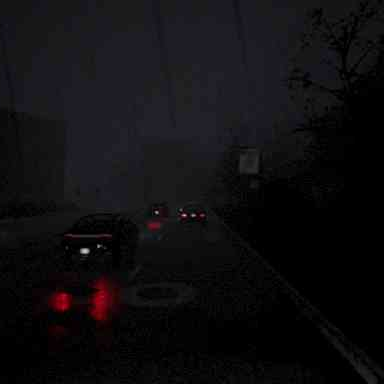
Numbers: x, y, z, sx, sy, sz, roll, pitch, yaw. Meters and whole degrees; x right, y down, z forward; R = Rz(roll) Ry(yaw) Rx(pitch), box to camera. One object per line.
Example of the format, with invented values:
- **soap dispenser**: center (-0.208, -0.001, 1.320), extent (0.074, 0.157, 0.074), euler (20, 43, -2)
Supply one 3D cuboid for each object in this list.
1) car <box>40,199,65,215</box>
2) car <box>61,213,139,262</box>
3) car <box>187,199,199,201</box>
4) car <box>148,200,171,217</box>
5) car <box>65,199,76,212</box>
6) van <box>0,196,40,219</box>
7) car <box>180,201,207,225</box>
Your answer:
- **car**: center (-15.553, 1.573, 34.766), extent (2.163, 1.488, 4.792), euler (0, 0, 0)
- **car**: center (-3.146, 1.520, 12.193), extent (2.128, 1.511, 4.902), euler (0, 0, 0)
- **car**: center (0.141, 1.575, 41.883), extent (1.882, 1.535, 5.008), euler (0, 0, 0)
- **car**: center (-3.137, 1.580, 32.102), extent (1.837, 1.490, 4.892), euler (0, 0, 0)
- **car**: center (-15.581, 1.597, 40.262), extent (2.002, 1.452, 4.674), euler (-2, 0, 0)
- **van**: center (-15.540, 1.303, 29.155), extent (1.878, 1.987, 4.442), euler (0, 0, 0)
- **car**: center (0.107, 1.604, 24.567), extent (2.033, 1.411, 5.357), euler (0, 0, 0)
